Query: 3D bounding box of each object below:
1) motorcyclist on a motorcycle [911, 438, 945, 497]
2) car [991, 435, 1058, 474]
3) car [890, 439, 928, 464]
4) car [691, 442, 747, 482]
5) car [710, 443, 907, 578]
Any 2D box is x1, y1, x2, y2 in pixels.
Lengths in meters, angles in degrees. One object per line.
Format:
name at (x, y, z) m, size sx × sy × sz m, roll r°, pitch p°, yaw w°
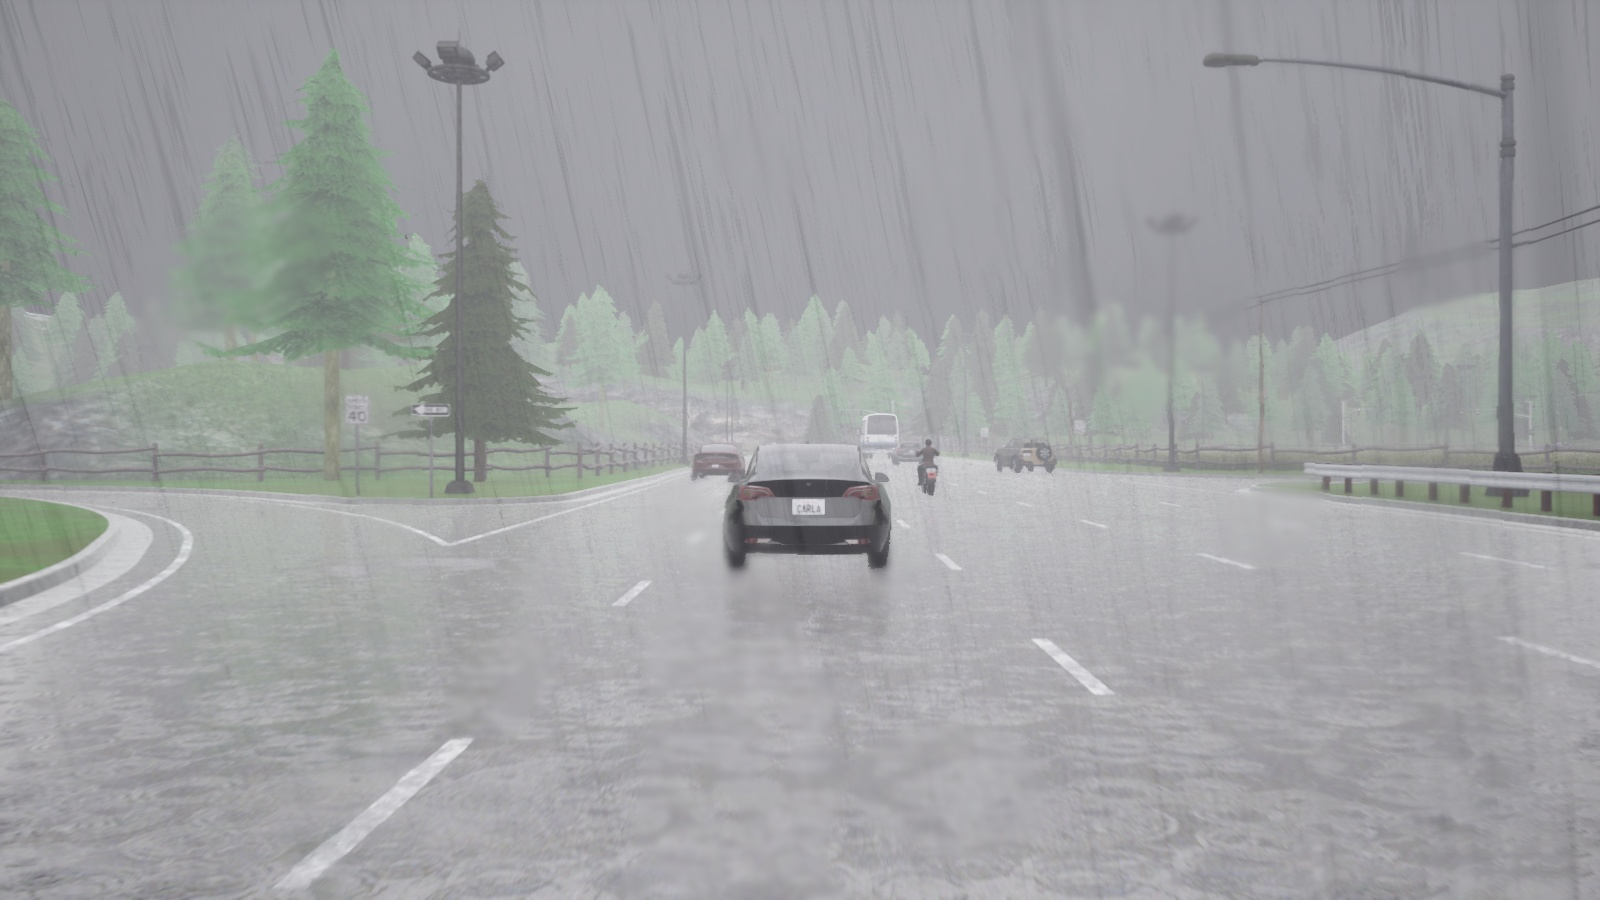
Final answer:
motorcyclist on a motorcycle at (3.723, 0.493, 36.743) m, size 0.766 × 1.649 × 2.350 m, roll 0°, pitch 0°, yaw 0°
car at (11.117, 0.220, 62.449) m, size 1.932 × 1.855 × 4.605 m, roll 0°, pitch 0°, yaw -8°
car at (7.504, 0.109, 86.509) m, size 2.242 × 1.667 × 4.611 m, roll 0°, pitch 0°, yaw 0°
car at (-3.200, 0.437, 50.519) m, size 1.882 × 1.535 × 5.008 m, roll 0°, pitch 0°, yaw 0°
car at (0.107, 0.655, 16.209) m, size 2.163 × 1.488 × 4.792 m, roll 0°, pitch 0°, yaw 0°
